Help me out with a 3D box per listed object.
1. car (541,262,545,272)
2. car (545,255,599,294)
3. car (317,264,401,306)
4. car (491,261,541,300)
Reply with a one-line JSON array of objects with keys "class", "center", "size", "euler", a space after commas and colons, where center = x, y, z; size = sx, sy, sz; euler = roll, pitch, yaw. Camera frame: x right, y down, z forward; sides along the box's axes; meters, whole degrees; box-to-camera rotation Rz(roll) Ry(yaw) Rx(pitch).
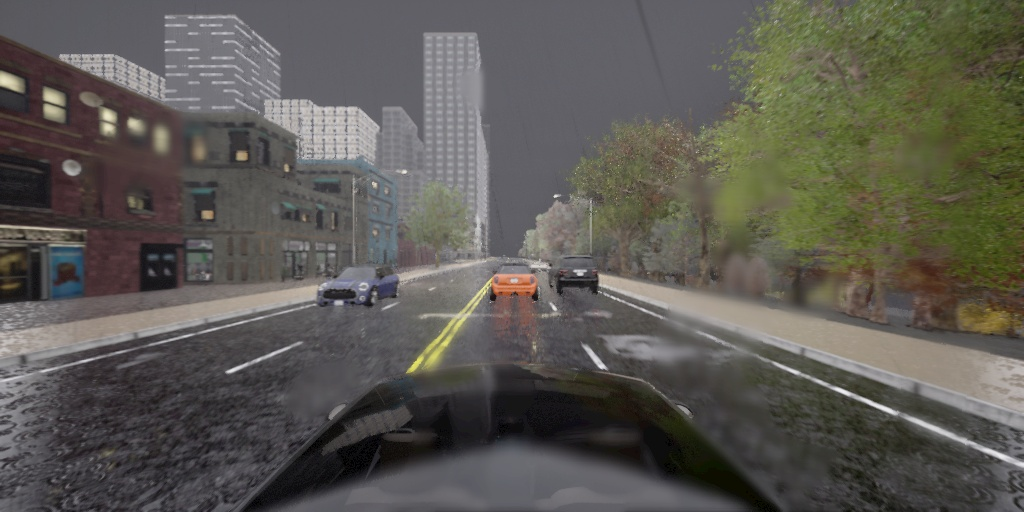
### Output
[{"class": "car", "center": [3.354, 1.361, 46.479], "size": [1.895, 1.301, 4.718], "euler": [0, 0, 0]}, {"class": "car", "center": [3.352, 0.976, 20.312], "size": [2.150, 2.045, 5.566], "euler": [0, 0, 0]}, {"class": "car", "center": [-6.499, 1.172, 15.697], "size": [2.097, 1.767, 4.553], "euler": [0, 0, 0]}, {"class": "car", "center": [0.102, 1.106, 17.830], "size": [2.097, 1.767, 4.553], "euler": [0, 0, 0]}]
